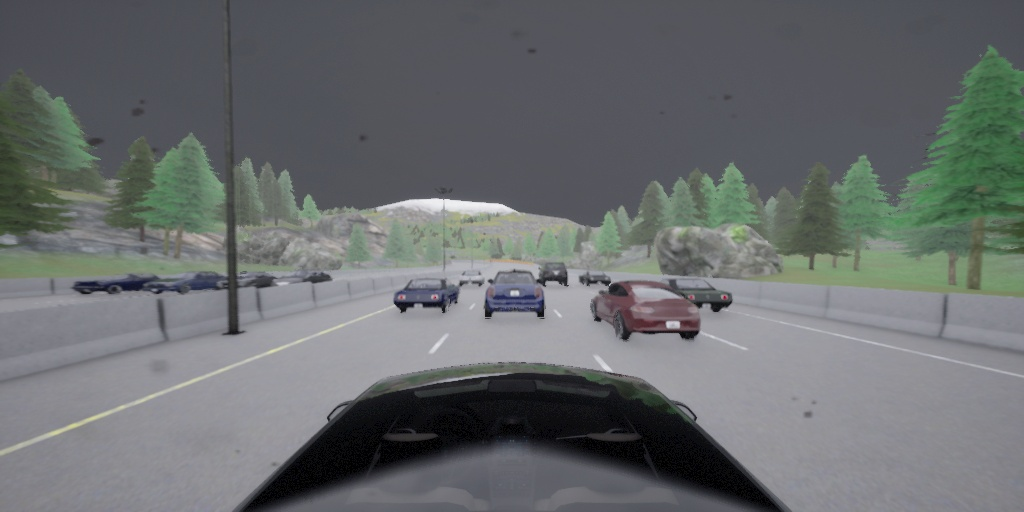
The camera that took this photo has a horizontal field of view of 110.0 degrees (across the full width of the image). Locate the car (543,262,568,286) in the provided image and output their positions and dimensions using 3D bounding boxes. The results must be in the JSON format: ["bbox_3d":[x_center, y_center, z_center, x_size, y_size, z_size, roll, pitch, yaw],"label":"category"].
[{"bbox_3d":[3.585,1.571,31.701,2.150,2.045,5.566,0,-2,0],"label":"car"}]

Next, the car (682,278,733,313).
[{"bbox_3d":[7.093,1.578,15.277,1.895,1.301,4.718,0,-1,0],"label":"car"}]

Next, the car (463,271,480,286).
[{"bbox_3d":[-3.414,1.943,31.346,1.895,1.301,4.718,0,-1,0],"label":"car"}]

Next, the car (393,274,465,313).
[{"bbox_3d":[-3.407,1.579,15.311,1.895,1.301,4.718,0,-1,0],"label":"car"}]

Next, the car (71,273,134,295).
[{"bbox_3d":[-24.610,1.741,22.968,1.895,1.301,4.718,0,-1,0],"label":"car"}]

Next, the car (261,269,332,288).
[{"bbox_3d":[-14.109,1.663,24.361,2.128,1.511,4.902,0,-1,0],"label":"car"}]

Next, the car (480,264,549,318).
[{"bbox_3d":[0.093,1.306,14.087,2.097,1.767,4.553,0,-1,0],"label":"car"}]

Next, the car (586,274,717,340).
[{"bbox_3d":[3.595,1.411,10.307,1.812,1.442,4.674,0,-1,0],"label":"car"}]

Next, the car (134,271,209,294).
[{"bbox_3d":[-21.110,1.707,23.843,2.033,1.411,5.357,0,-1,0],"label":"car"}]

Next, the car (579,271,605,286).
[{"bbox_3d":[7.086,1.942,31.337,1.895,1.301,4.718,0,-1,0],"label":"car"}]

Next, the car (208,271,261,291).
[{"bbox_3d":[-17.608,1.732,24.209,1.994,1.385,4.181,0,-1,0],"label":"car"}]
